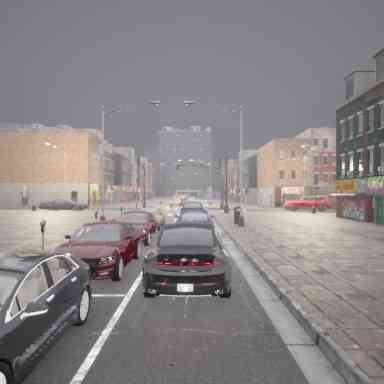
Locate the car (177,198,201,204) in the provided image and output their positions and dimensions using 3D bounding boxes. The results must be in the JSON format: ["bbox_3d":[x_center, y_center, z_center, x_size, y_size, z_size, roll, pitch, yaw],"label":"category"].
[{"bbox_3d":[0.052,1.505,26.236,1.882,1.535,5.008,0,0,0],"label":"car"}]

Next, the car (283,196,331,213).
[{"bbox_3d":[14.152,1.459,41.028,5.566,2.045,2.150,1,0,0],"label":"car"}]

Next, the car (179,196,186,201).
[{"bbox_3d":[-2.533,1.773,90.924,1.887,1.381,4.507,0,0,0],"label":"car"}]

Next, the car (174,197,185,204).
[{"bbox_3d":[-2.557,1.694,69.148,2.008,1.369,4.403,0,0,0],"label":"car"}]

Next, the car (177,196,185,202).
[{"bbox_3d":[-2.546,1.709,79.866,1.752,1.417,4.829,0,0,0],"label":"car"}]

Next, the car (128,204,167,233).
[{"bbox_3d":[-2.610,1.544,20.689,1.752,1.417,4.829,0,0,0],"label":"car"}]

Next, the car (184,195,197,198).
[{"bbox_3d":[0.033,1.617,53.139,1.812,1.442,4.674,0,0,1],"label":"car"}]

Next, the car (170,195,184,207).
[{"bbox_3d":[-2.575,1.615,52.647,1.752,1.417,4.829,0,0,0],"label":"car"}]

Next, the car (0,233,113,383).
[{"bbox_3d":[-2.628,1.553,4.377,2.008,1.369,4.403,0,0,0],"label":"car"}]

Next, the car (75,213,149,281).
[{"bbox_3d":[-2.622,1.550,9.870,1.887,1.381,4.507,0,0,0],"label":"car"}]

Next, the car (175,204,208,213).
[{"bbox_3d":[0.111,1.538,15.967,1.812,1.442,4.674,0,0,0],"label":"car"}]

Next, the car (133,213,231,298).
[{"bbox_3d":[-0.067,1.509,8.524,1.837,1.490,4.892,0,0,1],"label":"car"}]

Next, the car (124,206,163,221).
[{"bbox_3d":[-2.616,1.556,15.365,1.887,1.381,4.507,0,0,0],"label":"car"}]

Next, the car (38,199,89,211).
[{"bbox_3d":[-14.610,1.494,37.993,5.357,1.411,2.033,0,0,2],"label":"car"}]

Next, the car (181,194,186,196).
[{"bbox_3d":[-2.568,1.421,58.260,2.192,1.841,5.009,0,0,0],"label":"car"}]
